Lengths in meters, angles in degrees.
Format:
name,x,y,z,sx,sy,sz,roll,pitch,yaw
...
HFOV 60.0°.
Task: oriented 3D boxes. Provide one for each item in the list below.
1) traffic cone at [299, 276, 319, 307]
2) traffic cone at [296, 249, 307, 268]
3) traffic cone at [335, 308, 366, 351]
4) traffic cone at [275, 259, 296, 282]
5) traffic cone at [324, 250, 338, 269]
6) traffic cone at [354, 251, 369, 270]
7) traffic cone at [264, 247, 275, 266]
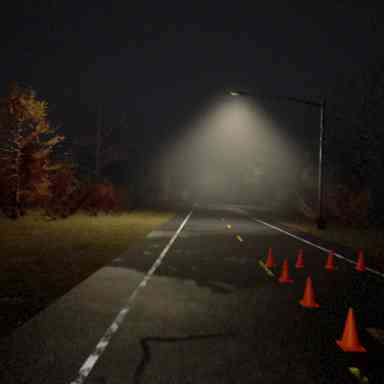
name,x,y,z,sx,sy,sz,roll,pitch,yaw
traffic cone,2.515,2.113,7.150,0.340,0.580,0.340,2,-1,2
traffic cone,3.636,2.191,11.117,0.340,0.580,0.340,2,-1,2
traffic cone,2.454,2.091,5.151,0.340,0.580,0.340,2,-1,2
traffic cone,2.576,2.135,9.149,0.340,0.580,0.340,2,-1,2
traffic cone,4.635,2.225,11.086,0.340,0.580,0.340,2,-1,2
traffic cone,5.634,2.258,11.055,0.340,0.580,0.340,2,-1,2
traffic cone,2.637,2.158,11.148,0.340,0.580,0.340,2,-1,2
